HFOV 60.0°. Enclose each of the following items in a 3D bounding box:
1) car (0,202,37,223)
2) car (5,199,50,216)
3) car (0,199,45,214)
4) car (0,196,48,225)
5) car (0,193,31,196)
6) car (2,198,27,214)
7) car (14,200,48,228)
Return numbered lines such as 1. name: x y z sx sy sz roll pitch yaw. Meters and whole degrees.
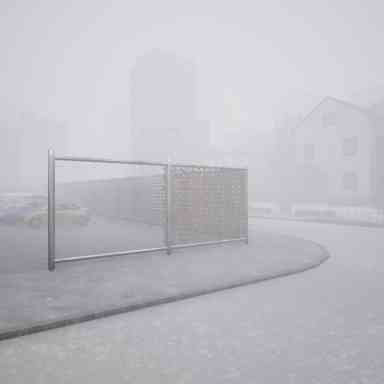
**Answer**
1. car: -12.784 1.451 24.533 2.207 1.379 1.481 0 0 -36
2. car: -15.556 1.413 31.497 3.633 1.501 1.845 0 0 -36
3. car: -18.610 1.474 35.066 5.357 1.415 2.033 0 0 -36
4. car: -11.049 1.348 23.154 4.611 1.667 2.242 0 0 -36
5. car: -13.337 1.242 26.794 3.866 1.878 1.905 0 0 -36
6. car: -18.609 1.403 34.788 1.789 1.547 3.705 0 0 -36
7. car: -8.606 1.416 21.002 4.193 1.474 1.816 0 0 -36
